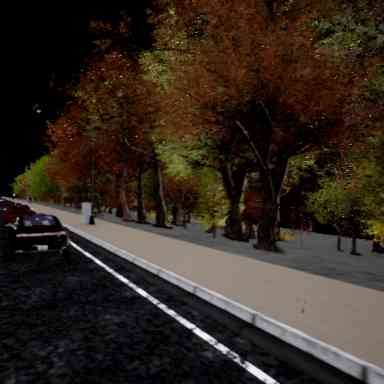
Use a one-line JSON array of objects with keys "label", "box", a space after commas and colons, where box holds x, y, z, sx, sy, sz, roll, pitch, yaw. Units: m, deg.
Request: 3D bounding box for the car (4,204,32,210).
[{"label": "car", "box": [-13.836, 1.741, 26.633, 1.882, 1.535, 5.008, 0, 0, -29]}]

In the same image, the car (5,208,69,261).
[{"label": "car", "box": [-6.050, 1.615, 12.951, 2.128, 1.511, 4.902, 0, 0, -29]}]
